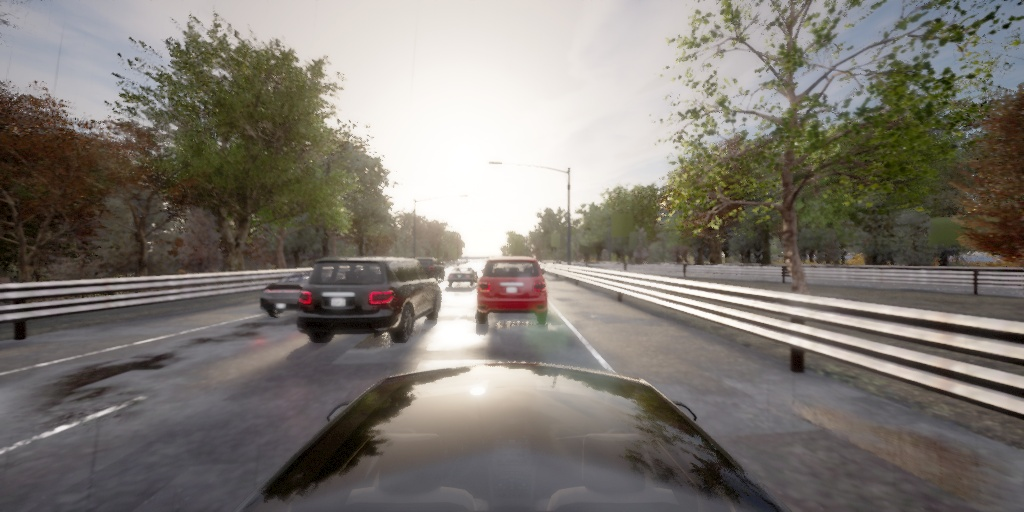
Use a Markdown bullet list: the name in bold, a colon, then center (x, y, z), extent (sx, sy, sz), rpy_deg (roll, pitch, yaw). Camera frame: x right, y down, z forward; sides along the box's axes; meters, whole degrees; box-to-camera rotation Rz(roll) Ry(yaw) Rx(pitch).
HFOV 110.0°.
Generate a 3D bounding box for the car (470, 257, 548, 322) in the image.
- **car**: center (0.020, 1.043, 12.652), extent (2.150, 2.045, 5.566), rpy_deg (0, 0, 1)

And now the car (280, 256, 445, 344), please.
- **car**: center (-3.490, 1.026, 9.914), extent (2.150, 2.045, 5.566), rpy_deg (0, 0, 0)

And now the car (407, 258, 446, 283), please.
- **car**: center (-7.240, 1.172, 31.140), extent (2.150, 2.045, 5.566), rpy_deg (0, -1, -1)

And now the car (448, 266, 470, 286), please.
- **car**: center (-3.686, 1.470, 27.390), extent (2.033, 1.411, 5.357), rpy_deg (0, 0, -1)

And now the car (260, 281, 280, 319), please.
- **car**: center (-6.995, 1.316, 13.273), extent (2.128, 1.511, 4.902), rpy_deg (0, 0, 0)
